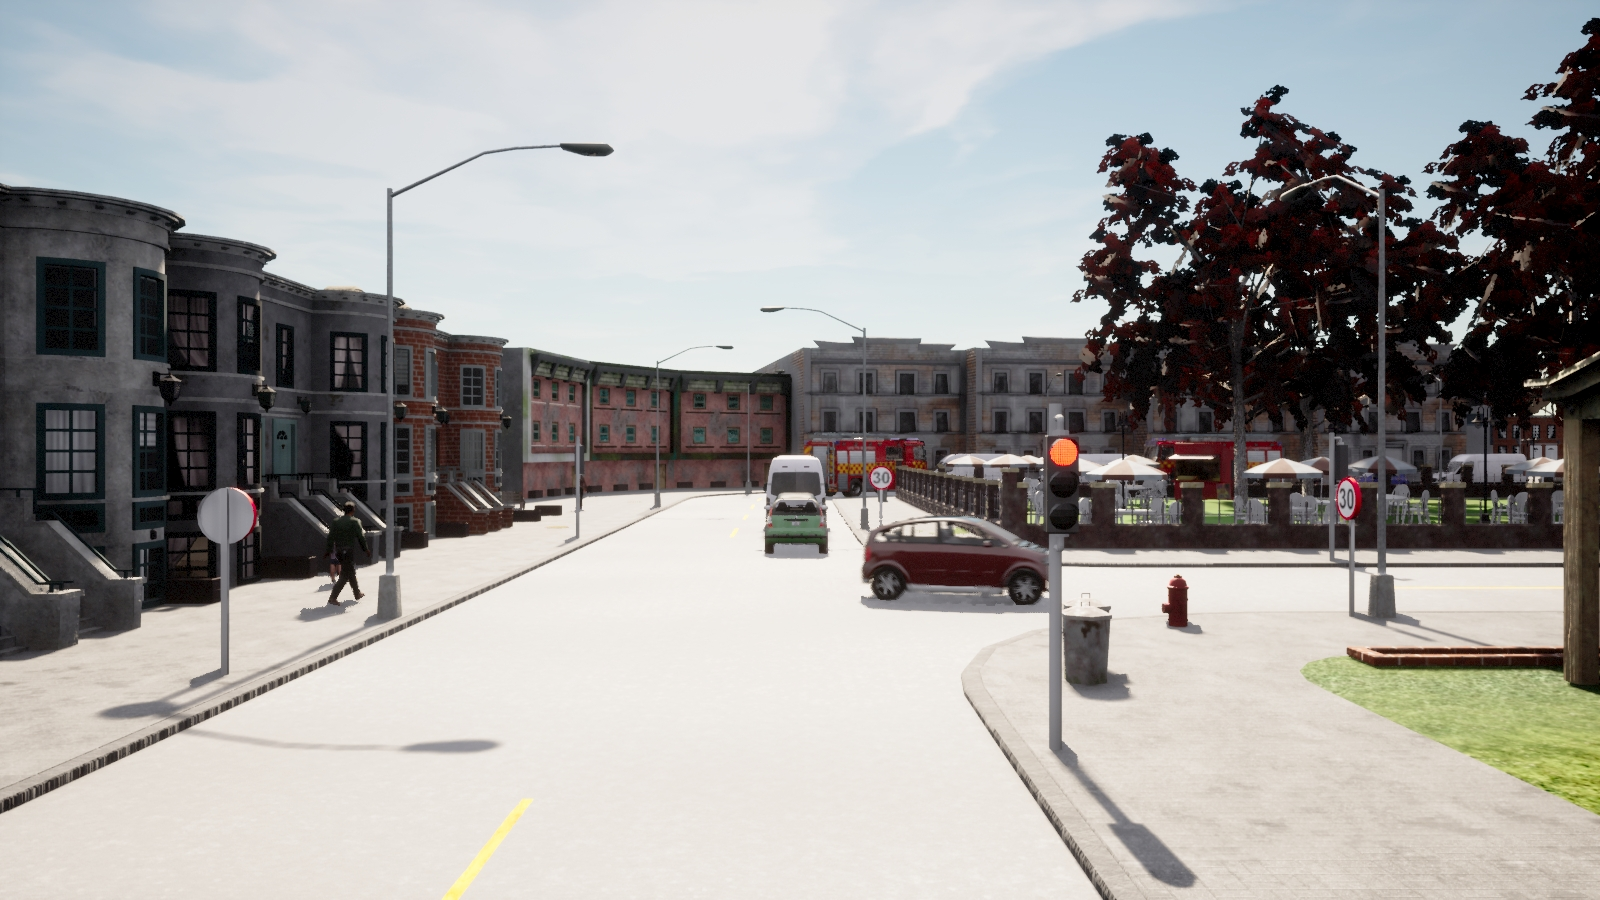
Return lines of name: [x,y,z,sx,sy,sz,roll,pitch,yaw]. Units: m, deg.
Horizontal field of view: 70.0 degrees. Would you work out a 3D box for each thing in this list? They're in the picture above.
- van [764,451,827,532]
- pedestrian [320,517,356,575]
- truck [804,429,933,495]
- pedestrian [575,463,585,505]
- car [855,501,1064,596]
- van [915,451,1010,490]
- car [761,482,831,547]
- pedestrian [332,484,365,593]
van: [-0.147,1.315,39.074,1.988,2.561,5.915,0,0,0]
pedestrian: [-9.164,1.904,22.672,0.500,1.100,0.500,0,0,-1]
truck: [4.295,0.672,70.228,8.468,3.827,2.891,0,0,-43]
pedestrian: [-9.793,1.525,50.808,0.375,1.860,0.375,0,0,-2]
car: [3.046,1.805,21.601,3.705,1.549,1.789,0,1,16]
van: [10.550,1.314,74.428,5.915,2.561,1.988,0,0,0]
car: [-0.119,1.779,32.373,1.851,1.617,3.988,0,0,0]
pedestrian: [-7.845,1.524,19.860,0.375,1.860,0.375,0,0,16]
